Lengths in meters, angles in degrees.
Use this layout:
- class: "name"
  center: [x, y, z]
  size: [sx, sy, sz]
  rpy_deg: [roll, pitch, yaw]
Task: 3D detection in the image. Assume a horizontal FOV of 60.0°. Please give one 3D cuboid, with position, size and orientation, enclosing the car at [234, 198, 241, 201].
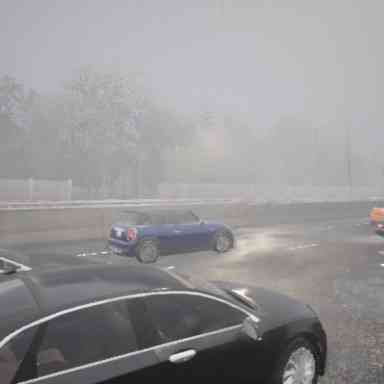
- class: "car"
  center: [6.700, 1.462, 43.158]
  size: [5.008, 1.535, 1.882]
  rpy_deg: [0, 0, -35]

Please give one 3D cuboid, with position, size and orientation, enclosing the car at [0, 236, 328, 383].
- class: "car"
  center: [-0.611, 1.504, 3.313]
  size: [4.892, 1.490, 1.837]
  rpy_deg: [0, 0, -36]

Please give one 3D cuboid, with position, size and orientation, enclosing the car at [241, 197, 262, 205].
- class: "car"
  center: [8.834, 1.476, 40.382]
  size: [4.902, 1.511, 2.128]
  rpy_deg: [0, 0, -35]

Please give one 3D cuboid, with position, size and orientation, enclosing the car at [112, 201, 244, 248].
- class: "car"
  center: [-0.607, 1.346, 11.916]
  size: [4.553, 1.767, 2.097]
  rpy_deg: [0, 0, -36]

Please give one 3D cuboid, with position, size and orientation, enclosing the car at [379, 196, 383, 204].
- class: "car"
  center: [39.920, 1.529, 66.771]
  size: [4.902, 1.511, 2.128]
  rpy_deg: [0, 0, -36]

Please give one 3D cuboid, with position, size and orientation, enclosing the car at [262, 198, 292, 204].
- class: "car"
  center: [10.621, 1.477, 37.363]
  size: [4.902, 1.511, 2.128]
  rpy_deg: [0, 0, -35]

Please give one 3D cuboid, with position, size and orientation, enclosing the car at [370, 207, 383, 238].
- class: "car"
  center: [10.715, 1.532, 15.696]
  size: [5.357, 1.411, 2.033]
  rpy_deg: [0, 0, -35]

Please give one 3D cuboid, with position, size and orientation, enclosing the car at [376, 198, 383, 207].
- class: "car"
  center: [14.031, 1.335, 22.363]
  size: [4.553, 1.767, 2.097]
  rpy_deg: [0, 0, -36]

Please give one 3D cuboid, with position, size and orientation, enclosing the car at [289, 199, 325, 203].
- class: "car"
  center: [12.658, 1.585, 34.522]
  size: [4.718, 1.301, 1.895]
  rpy_deg: [0, 0, -35]

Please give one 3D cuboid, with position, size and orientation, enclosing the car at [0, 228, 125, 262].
- class: "car"
  center: [-3.834, 1.491, 5.311]
  size: [4.902, 1.511, 2.128]
  rpy_deg: [0, 0, -36]
